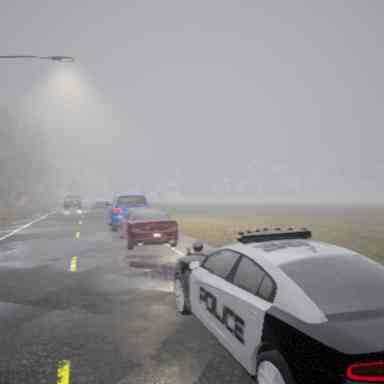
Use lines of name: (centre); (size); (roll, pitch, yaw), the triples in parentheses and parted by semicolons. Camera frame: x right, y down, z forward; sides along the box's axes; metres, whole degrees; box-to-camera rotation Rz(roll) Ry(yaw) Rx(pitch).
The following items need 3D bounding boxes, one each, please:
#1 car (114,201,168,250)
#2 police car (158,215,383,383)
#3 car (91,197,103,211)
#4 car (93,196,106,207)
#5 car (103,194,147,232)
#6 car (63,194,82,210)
car: (-2.016, 1.384, 14.141); (1.882, 1.535, 5.008); (-1, 0, -18)
police car: (1.110, 1.342, 4.792); (1.930, 1.638, 5.238); (-1, 1, -19)
car: (-11.535, 1.519, 41.641); (1.812, 1.442, 4.674); (-1, 0, -15)
car: (-14.746, 1.512, 52.876); (1.882, 1.535, 5.008); (-1, 0, -15)
car: (-3.871, 1.132, 19.858); (2.150, 2.045, 5.566); (-1, 0, -18)
car: (-16.360, 1.319, 45.790); (2.150, 2.045, 5.566); (-1, 0, -16)
